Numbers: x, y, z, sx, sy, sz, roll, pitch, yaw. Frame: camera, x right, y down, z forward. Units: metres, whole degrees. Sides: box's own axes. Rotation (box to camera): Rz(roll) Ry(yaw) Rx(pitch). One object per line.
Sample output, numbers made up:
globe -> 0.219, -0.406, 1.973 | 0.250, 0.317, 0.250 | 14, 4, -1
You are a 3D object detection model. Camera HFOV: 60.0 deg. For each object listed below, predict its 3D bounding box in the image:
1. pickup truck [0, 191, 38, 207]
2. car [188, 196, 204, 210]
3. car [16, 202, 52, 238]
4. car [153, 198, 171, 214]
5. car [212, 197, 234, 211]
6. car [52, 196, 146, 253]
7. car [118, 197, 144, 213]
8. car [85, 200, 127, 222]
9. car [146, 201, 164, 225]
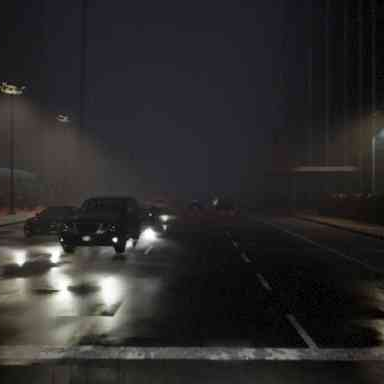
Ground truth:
pickup truck -> -19.820, 0.992, 35.750 | 2.390, 2.098, 6.274 | 0, 0, 31
car -> 0.451, 1.525, 40.613 | 1.895, 1.301, 4.718 | 0, 0, 1
car -> -6.975, 1.445, 17.646 | 1.882, 1.535, 5.008 | 0, 0, 1
car -> -3.286, 1.414, 34.293 | 1.882, 1.535, 5.008 | 0, 0, 1
car -> 3.945, 1.417, 40.061 | 2.128, 1.511, 4.902 | 0, 0, 1
car -> -3.511, 1.195, 13.907 | 2.150, 2.045, 5.566 | 0, 0, 1
car -> -6.742, 1.408, 37.145 | 1.882, 1.535, 5.008 | 0, 0, 1
car -> -6.876, 1.441, 27.194 | 2.128, 1.511, 4.902 | 0, 0, 1
car -> -3.408, 1.556, 23.855 | 1.895, 1.301, 4.718 | 0, 0, 1
